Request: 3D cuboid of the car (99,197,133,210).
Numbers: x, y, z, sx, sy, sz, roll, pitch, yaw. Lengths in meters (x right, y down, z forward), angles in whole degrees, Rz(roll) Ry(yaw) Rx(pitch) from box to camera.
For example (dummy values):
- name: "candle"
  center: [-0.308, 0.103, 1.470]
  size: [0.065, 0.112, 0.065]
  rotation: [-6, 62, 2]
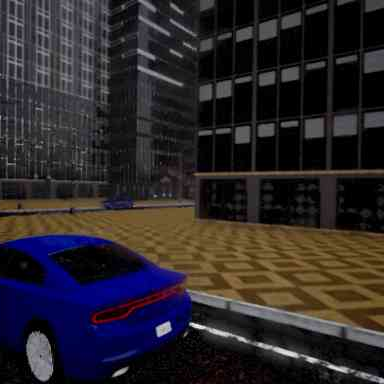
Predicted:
- name: "car"
  center: [-9.303, 1.352, 41.178]
  size: [1.812, 1.442, 4.674]
  rotation: [1, 0, 36]

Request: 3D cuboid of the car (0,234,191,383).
- name: "car"
  center: [-2.347, 1.433, 5.360]
  size: [5.008, 1.535, 1.882]
  rotation: [1, 0, 35]
